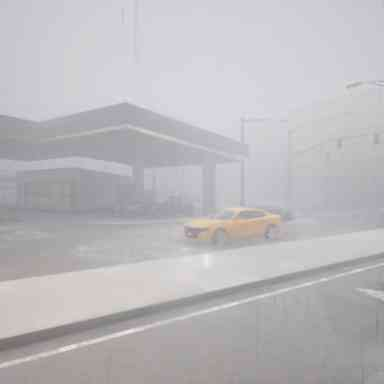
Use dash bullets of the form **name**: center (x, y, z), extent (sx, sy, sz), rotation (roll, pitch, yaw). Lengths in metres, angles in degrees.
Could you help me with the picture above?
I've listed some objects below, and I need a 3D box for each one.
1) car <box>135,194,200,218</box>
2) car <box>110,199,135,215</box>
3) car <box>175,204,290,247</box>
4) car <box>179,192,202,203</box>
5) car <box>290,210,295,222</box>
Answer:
- **car**: center (-2.094, 1.247, 28.427), extent (4.611, 1.667, 2.242), rotation (0, 0, -35)
- **car**: center (-6.050, 1.410, 32.662), extent (3.806, 1.475, 1.970), rotation (0, 0, -35)
- **car**: center (1.954, 1.444, 15.176), extent (5.008, 1.535, 1.882), rotation (0, 0, -35)
- **car**: center (-0.509, 1.108, 60.324), extent (2.150, 2.045, 5.566), rotation (0, 0, -36)
- **car**: center (4.200, 1.497, 21.029), extent (5.357, 1.411, 2.033), rotation (0, 0, -35)
